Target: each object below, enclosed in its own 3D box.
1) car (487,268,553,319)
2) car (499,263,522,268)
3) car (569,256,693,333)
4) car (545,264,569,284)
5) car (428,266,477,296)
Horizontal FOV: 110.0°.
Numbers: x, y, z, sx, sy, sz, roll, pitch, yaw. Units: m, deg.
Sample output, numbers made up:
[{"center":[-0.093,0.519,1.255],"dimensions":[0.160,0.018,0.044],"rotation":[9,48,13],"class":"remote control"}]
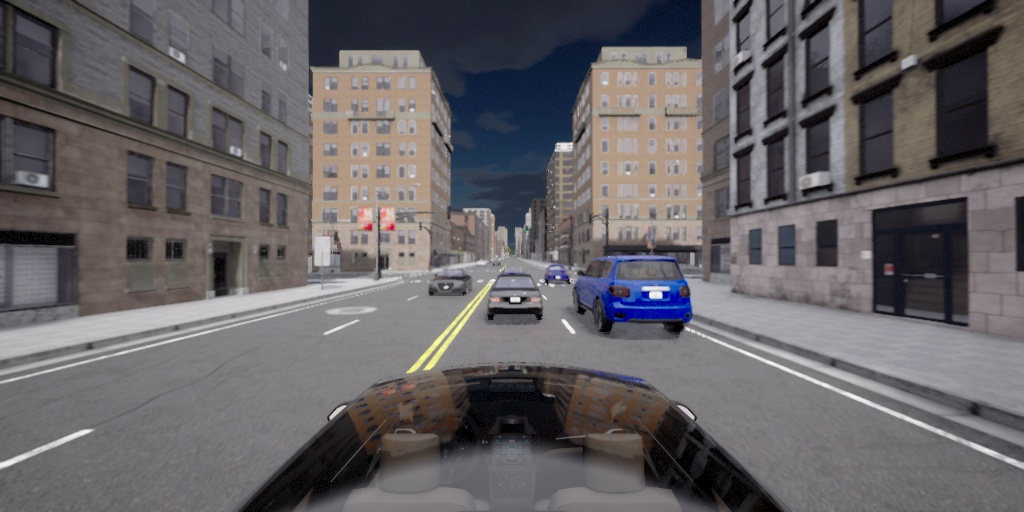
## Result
[{"center":[0.097,1.344,13.073],"dimensions":[2.033,1.411,5.357],"rotation":[0,0,0],"class":"car"},{"center":[0.098,1.456,27.071],"dimensions":[1.895,1.301,4.718],"rotation":[0,0,0],"class":"car"},{"center":[3.349,1.011,11.030],"dimensions":[2.150,2.045,5.566],"rotation":[0,0,0],"class":"car"},{"center":[3.578,1.384,28.429],"dimensions":[1.812,1.442,4.674],"rotation":[0,0,5],"class":"car"},{"center":[-3.311,1.390,19.971],"dimensions":[1.994,1.385,4.181],"rotation":[0,0,0],"class":"car"}]
